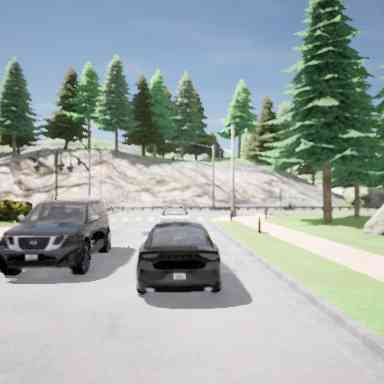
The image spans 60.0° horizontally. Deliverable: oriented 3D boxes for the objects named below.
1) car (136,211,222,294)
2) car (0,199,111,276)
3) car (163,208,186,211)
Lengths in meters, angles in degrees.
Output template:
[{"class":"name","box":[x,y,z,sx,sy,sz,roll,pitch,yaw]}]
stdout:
[{"class":"car","box":[-0.366,1.521,9.021,1.882,1.535,5.008,0,0,-3]},{"class":"car","box":[-4.125,1.275,10.962,2.150,2.045,5.566,0,0,-4]},{"class":"car","box":[-1.144,1.706,21.999,1.895,1.301,4.718,0,0,-4]}]
